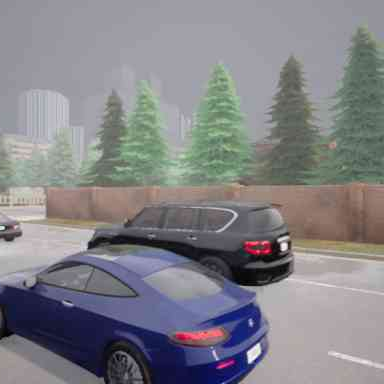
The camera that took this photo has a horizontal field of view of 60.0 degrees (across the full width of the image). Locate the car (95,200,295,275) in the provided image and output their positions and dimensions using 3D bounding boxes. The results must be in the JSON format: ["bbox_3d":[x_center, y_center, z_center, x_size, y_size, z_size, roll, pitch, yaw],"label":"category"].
[{"bbox_3d":[-0.254,1.220,8.485,5.566,2.045,2.150,0,0,36],"label":"car"}]

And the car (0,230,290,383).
[{"bbox_3d":[-1.205,1.524,4.864,4.674,1.442,1.812,0,0,36],"label":"car"}]

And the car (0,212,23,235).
[{"bbox_3d":[-9.773,1.538,15.275,5.357,1.411,2.033,0,0,39],"label":"car"}]
